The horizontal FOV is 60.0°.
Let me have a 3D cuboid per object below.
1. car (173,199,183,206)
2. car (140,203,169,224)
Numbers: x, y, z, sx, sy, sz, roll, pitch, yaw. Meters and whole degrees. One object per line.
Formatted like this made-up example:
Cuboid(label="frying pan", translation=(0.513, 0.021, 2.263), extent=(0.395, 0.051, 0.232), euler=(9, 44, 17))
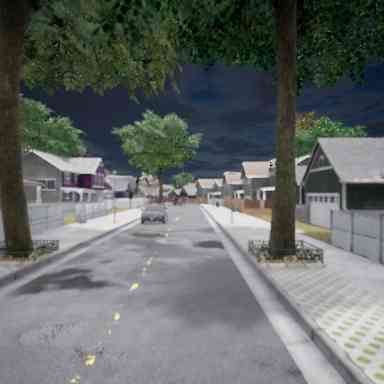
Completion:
Cuboid(label="car", translation=(-2.821, 2.108, 67.249), extent=(1.837, 1.490, 4.892), euler=(0, -1, 0))
Cuboid(label="car", translation=(-2.853, 1.662, 25.981), extent=(1.837, 1.490, 4.892), euler=(0, 0, 0))
